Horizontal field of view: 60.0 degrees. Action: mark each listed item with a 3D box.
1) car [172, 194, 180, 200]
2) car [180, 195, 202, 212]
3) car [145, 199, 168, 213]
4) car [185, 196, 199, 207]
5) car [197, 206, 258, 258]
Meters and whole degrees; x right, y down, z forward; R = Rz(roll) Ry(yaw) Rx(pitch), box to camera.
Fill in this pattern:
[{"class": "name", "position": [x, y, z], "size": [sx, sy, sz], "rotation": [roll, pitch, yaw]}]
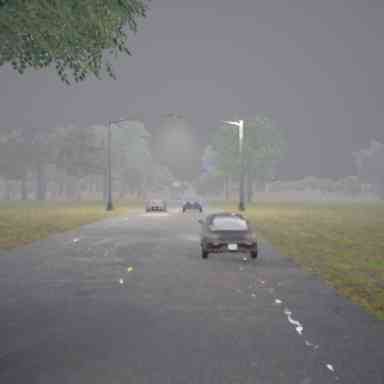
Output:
[{"class": "car", "position": [-3.522, 1.176, 75.680], "size": [1.994, 1.385, 4.181], "rotation": [0, 0, 0]}, {"class": "car", "position": [0.037, 1.205, 36.646], "size": [2.097, 1.767, 4.553], "rotation": [0, 0, 0]}, {"class": "car", "position": [-3.603, 1.424, 34.283], "size": [1.994, 1.385, 4.181], "rotation": [0, 0, 0]}, {"class": "car", "position": [-0.006, 1.382, 49.692], "size": [1.994, 1.385, 4.181], "rotation": [0, 0, 0]}, {"class": "car", "position": [1.221, 1.467, 12.290], "size": [1.812, 1.442, 4.674], "rotation": [0, 0, 0]}]
